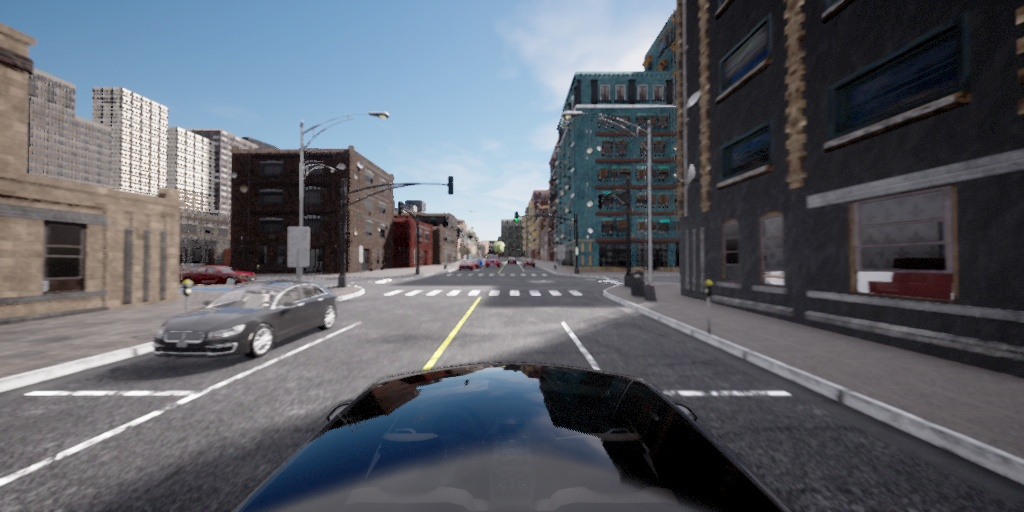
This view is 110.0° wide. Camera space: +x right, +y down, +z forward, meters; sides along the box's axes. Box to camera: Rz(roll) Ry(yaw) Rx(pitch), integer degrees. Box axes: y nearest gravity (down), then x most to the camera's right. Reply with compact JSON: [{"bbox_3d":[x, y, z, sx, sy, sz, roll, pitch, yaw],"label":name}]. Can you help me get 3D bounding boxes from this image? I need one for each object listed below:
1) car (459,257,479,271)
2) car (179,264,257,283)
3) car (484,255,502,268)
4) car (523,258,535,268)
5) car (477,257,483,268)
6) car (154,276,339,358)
[{"bbox_3d":[-5.757,1.168,46.310,1.888,1.381,4.507,0,0,0],"label":"car"},{"bbox_3d":[-19.289,1.302,23.604,4.507,1.381,1.888,0,0,1],"label":"car"},{"bbox_3d":[-3.032,0.811,57.149,2.150,2.045,5.566,0,0,1],"label":"car"},{"bbox_3d":[2.702,1.030,57.738,1.967,1.591,4.097,0,0,0],"label":"car"},{"bbox_3d":[-5.680,1.152,51.991,1.888,1.381,4.507,0,0,0],"label":"car"},{"bbox_3d":[-5.688,1.282,8.354,2.007,1.370,4.403,0,0,0],"label":"car"}]
